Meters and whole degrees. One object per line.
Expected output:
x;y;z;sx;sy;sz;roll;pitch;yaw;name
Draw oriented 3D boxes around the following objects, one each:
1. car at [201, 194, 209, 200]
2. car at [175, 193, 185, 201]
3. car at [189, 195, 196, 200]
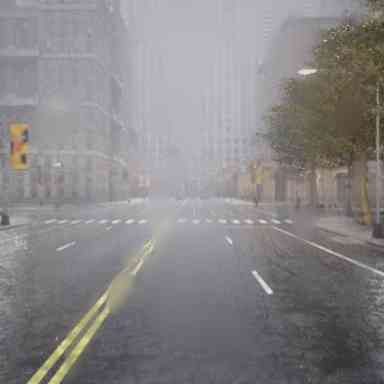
3.692;1.381;95.081;2.097;1.767;4.553;0;0;1;car
-3.412;1.687;85.251;1.895;1.301;4.718;0;0;1;car
0.192;1.552;95.146;2.128;1.511;4.902;0;0;1;car
